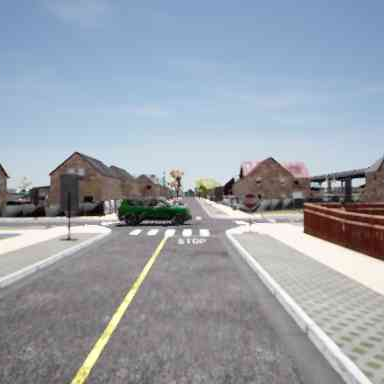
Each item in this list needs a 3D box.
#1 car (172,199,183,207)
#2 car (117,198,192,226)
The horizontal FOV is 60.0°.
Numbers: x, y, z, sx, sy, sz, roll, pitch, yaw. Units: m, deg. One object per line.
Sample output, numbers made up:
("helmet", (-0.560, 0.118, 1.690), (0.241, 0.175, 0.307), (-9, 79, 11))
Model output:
("car", (-2.748, 2.089, 64.161), (1.994, 1.385, 4.181), (0, 0, 1))
("car", (-2.752, 1.432, 24.823), (5.566, 2.045, 2.150), (0, 0, 1))
